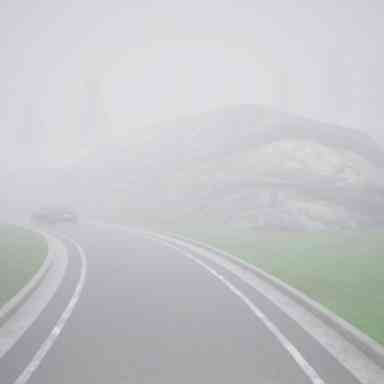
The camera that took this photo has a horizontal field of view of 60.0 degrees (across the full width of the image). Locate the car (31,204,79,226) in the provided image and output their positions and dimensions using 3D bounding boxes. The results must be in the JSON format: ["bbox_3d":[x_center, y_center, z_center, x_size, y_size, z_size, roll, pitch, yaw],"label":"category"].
[{"bbox_3d":[-9.719,1.552,23.420,4.181,1.385,1.994,0,0,45],"label":"car"}]
